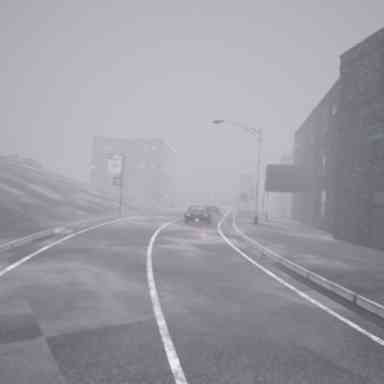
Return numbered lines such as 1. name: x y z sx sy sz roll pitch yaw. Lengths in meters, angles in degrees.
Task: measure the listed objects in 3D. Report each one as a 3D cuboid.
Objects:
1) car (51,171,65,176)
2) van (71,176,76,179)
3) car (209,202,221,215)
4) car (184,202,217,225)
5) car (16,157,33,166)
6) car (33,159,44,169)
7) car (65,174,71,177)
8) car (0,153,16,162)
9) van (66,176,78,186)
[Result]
1. car: -27.306 -3.392 65.515 2.002 1.452 4.674 4 -3 -6
2. van: -28.745 -3.037 76.634 1.878 1.987 4.442 4 -4 -8
3. car: 2.582 2.010 41.437 1.812 1.442 4.674 3 -1 8
4. car: 0.600 1.687 25.402 1.895 1.301 4.718 3 -1 6
5. car: -25.937 -4.362 48.946 2.185 1.767 4.553 4 -3 -2
6. car: -26.257 -4.231 54.547 2.435 2.045 5.566 4 -3 -3
7. car: -27.983 -3.094 71.008 2.002 1.452 4.674 4 -4 -7
8. car: -25.718 -4.478 43.314 2.231 1.521 4.892 4 -2 -1
9. van: -29.643 -2.709 82.090 1.878 1.987 4.442 4 -4 -9
